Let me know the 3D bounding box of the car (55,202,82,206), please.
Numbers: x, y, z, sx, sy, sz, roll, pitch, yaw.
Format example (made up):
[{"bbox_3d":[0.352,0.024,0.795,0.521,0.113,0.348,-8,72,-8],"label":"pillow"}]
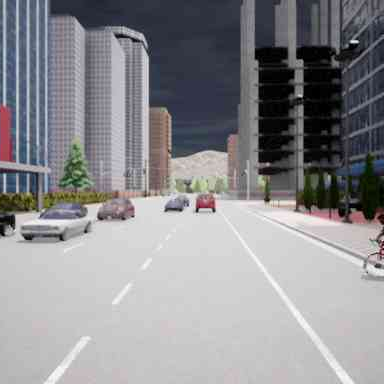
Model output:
[{"bbox_3d":[-9.640,1.514,25.623,2.033,1.411,5.357,0,0,2],"label":"car"}]

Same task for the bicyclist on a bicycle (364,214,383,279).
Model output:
[{"bbox_3d":[5.146,1.353,8.485,1.656,1.620,0.582,-9,0,2],"label":"bicyclist on a bicycle"}]

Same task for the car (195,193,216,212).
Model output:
[{"bbox_3d":[1.528,1.177,37.398,2.150,2.045,5.566,0,0,2],"label":"car"}]

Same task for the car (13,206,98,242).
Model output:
[{"bbox_3d":[-6.512,1.579,16.546,1.895,1.301,4.718,0,0,2],"label":"car"}]

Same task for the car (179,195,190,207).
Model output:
[{"bbox_3d":[-1.463,1.290,50.282,2.097,1.767,4.553,0,0,2],"label":"car"}]

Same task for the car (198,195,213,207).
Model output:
[{"bbox_3d":[2.046,1.290,50.475,2.097,1.767,4.553,0,0,2],"label":"car"}]

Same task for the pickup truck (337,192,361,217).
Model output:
[{"bbox_3d":[14.201,1.027,28.442,2.390,2.098,6.274,0,0,33],"label":"pickup truck"}]

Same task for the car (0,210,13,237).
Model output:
[{"bbox_3d":[-10.075,1.457,15.101,1.882,1.535,5.008,0,0,2],"label":"car"}]

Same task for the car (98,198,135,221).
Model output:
[{"bbox_3d":[-6.071,1.317,27.091,2.097,1.767,4.553,0,0,3],"label":"car"}]

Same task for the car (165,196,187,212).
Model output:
[{"bbox_3d":[-1.948,1.517,38.085,1.994,1.385,4.181,0,0,3],"label":"car"}]
